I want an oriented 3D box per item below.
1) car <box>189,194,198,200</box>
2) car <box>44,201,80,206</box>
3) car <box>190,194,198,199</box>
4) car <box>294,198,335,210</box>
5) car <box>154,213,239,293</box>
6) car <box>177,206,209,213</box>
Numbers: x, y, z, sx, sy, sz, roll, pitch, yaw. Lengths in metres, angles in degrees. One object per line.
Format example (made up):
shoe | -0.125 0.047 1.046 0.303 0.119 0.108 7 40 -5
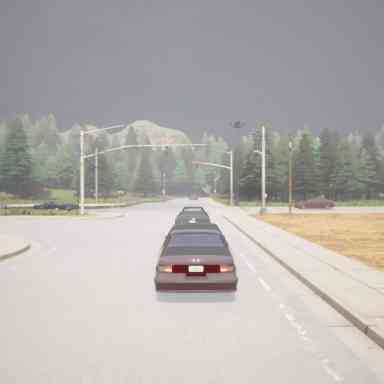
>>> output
car | 0.314 1.407 83.790 1.994 1.385 4.181 0 0 2
car | -14.923 1.623 37.086 4.718 1.301 1.895 0 0 1
car | 0.703 1.314 93.836 2.033 1.411 5.357 0 0 2
car | 14.759 1.431 40.209 4.674 1.442 1.812 -1 0 1
car | 0.085 1.535 8.971 2.033 1.411 5.357 0 0 0
car | 0.066 1.530 19.578 1.994 1.385 4.181 0 0 1
